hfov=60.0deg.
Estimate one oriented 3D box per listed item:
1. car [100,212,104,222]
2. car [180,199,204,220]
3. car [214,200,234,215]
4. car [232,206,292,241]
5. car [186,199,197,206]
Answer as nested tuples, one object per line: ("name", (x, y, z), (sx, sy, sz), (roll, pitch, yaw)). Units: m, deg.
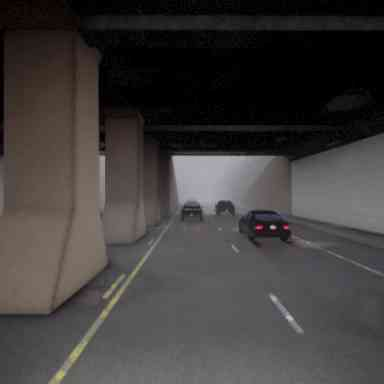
("car", (-7.109, 1.703, 21.678), (1.895, 1.301, 4.718), (0, 0, 0))
("car", (0.009, 1.630, 29.284), (2.128, 1.511, 4.902), (0, 0, 0))
("car", (3.584, 1.676, 36.617), (1.837, 1.490, 4.892), (0, 0, 0))
("car", (3.593, 1.629, 17.275), (2.033, 1.411, 5.357), (0, 0, 0))
("car", (-0.025, 1.882, 60.363), (1.895, 1.301, 4.718), (0, 0, 0))
